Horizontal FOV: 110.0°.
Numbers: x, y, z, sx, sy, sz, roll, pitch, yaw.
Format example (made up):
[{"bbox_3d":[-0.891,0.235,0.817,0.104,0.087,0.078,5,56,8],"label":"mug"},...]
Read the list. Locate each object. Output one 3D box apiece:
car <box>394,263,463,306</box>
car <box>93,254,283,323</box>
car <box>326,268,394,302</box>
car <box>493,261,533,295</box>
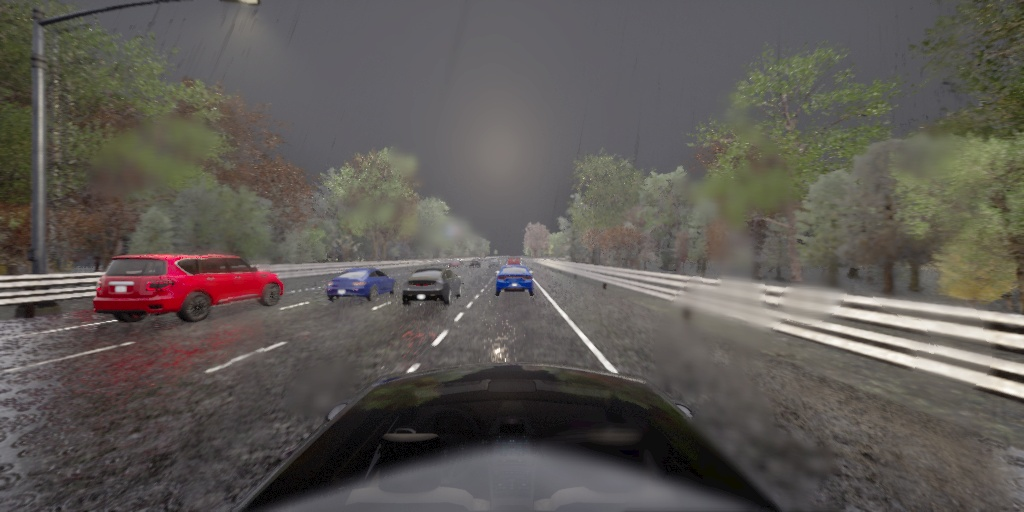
[{"bbox_3d":[-3.375,1.255,15.775,1.837,1.490,4.892,0,0,0],"label":"car"},{"bbox_3d":[-10.387,0.969,12.213,2.150,2.045,5.566,0,0,0],"label":"car"},{"bbox_3d":[-6.871,1.274,16.785,1.812,1.442,4.674,0,0,0],"label":"car"},{"bbox_3d":[0.137,1.228,19.659,1.882,1.535,5.008,0,0,0],"label":"car"}]
